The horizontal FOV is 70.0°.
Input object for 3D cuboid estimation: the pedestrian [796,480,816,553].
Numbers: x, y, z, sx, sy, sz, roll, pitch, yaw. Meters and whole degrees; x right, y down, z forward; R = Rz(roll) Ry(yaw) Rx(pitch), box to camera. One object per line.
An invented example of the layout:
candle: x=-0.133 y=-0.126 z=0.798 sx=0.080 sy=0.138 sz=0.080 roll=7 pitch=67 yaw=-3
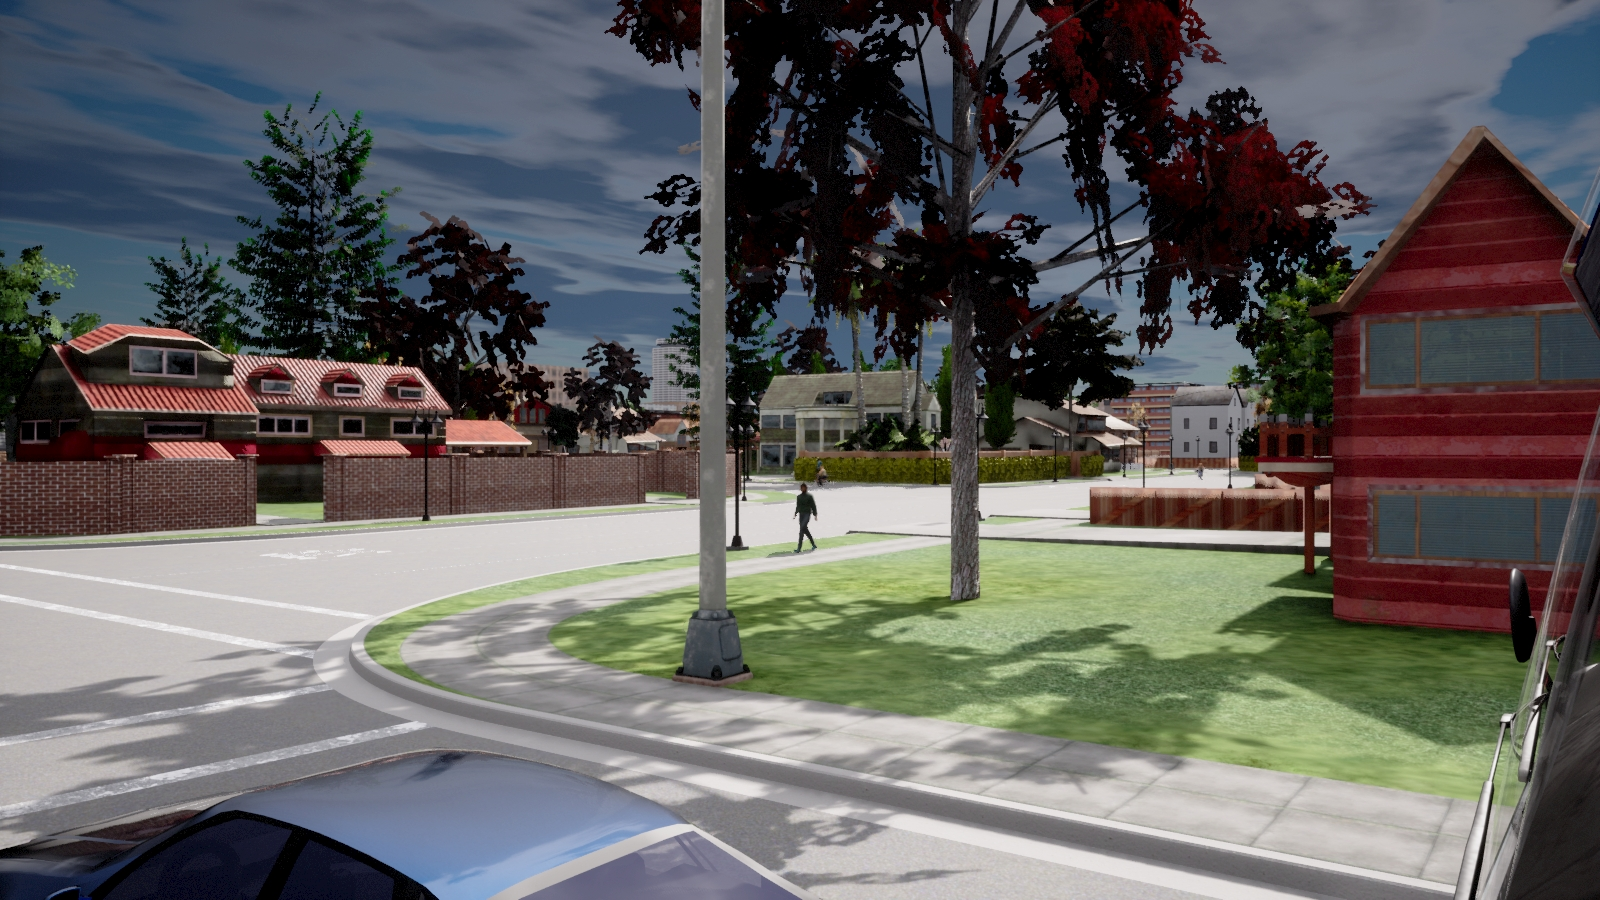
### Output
pedestrian: x=0.147 y=1.704 z=29.469 sx=0.375 sy=1.860 sz=0.375 roll=0 pitch=0 yaw=35

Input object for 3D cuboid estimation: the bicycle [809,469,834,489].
bicycle: x=1.454 y=2.006 z=78.771 sx=1.487 sy=1.301 sz=0.859 roll=0 pitch=1 yaw=35

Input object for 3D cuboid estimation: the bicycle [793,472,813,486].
bicycle: x=0.233 y=2.256 z=89.336 sx=0.859 sy=1.080 sz=1.487 roll=0 pitch=0 yaw=34

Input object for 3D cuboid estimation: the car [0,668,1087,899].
car: x=-1.713 y=2.106 z=4.943 sx=5.357 sy=1.411 sz=2.033 roll=0 pitch=0 yaw=36
